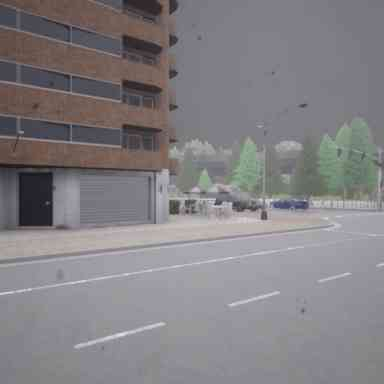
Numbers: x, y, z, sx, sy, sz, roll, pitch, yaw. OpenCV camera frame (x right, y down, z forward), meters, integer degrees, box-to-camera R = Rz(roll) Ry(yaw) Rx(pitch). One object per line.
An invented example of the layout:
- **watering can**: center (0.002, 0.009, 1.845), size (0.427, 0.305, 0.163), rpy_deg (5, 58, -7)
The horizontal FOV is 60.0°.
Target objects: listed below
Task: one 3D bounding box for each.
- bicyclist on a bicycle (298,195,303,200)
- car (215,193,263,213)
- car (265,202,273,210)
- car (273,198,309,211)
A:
- **bicyclist on a bicycle**: center (15.345, 1.244, 47.341), size (1.656, 1.620, 0.582), rpy_deg (0, 0, -36)
- **car**: center (4.885, 1.165, 37.064), size (2.150, 2.045, 5.566), rpy_deg (0, 0, -36)
- **car**: center (6.968, 1.448, 40.048), size (1.837, 1.490, 4.892), rpy_deg (0, 0, -37)
- **car**: center (11.587, 1.421, 40.089), size (1.882, 1.535, 5.008), rpy_deg (0, 0, -36)
